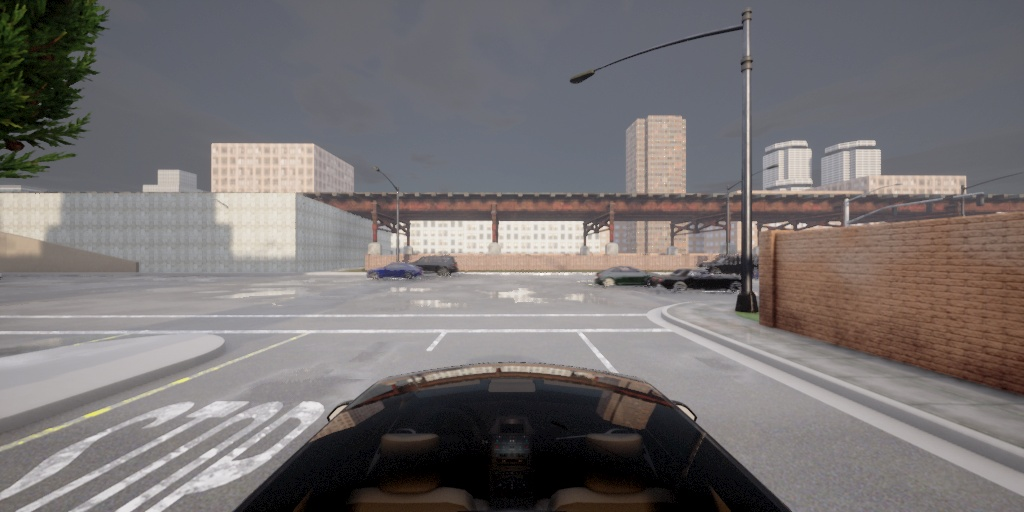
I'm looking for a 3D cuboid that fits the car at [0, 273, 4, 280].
[{"bbox_3d":[-36.853,1.361,23.547,4.718,1.301,1.895,0,0,1],"label":"car"}]

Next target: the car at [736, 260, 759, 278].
[{"bbox_3d":[22.382,1.311,30.164,5.357,1.411,2.033,0,0,1],"label":"car"}]

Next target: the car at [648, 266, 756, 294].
[{"bbox_3d":[10.470,1.359,20.038,4.718,1.301,1.895,0,0,5],"label":"car"}]

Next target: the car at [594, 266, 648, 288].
[{"bbox_3d":[7.438,1.324,23.156,4.181,1.385,1.994,0,0,1],"label":"car"}]

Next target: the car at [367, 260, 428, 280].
[{"bbox_3d":[-9.869,1.289,30.477,4.674,1.442,1.812,0,0,0],"label":"car"}]

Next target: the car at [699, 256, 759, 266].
[{"bbox_3d":[20.412,0.985,33.692,5.566,2.045,2.150,0,0,1],"label":"car"}]

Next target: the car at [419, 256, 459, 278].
[{"bbox_3d":[-7.824,0.987,33.971,5.566,2.045,2.150,0,0,1],"label":"car"}]
